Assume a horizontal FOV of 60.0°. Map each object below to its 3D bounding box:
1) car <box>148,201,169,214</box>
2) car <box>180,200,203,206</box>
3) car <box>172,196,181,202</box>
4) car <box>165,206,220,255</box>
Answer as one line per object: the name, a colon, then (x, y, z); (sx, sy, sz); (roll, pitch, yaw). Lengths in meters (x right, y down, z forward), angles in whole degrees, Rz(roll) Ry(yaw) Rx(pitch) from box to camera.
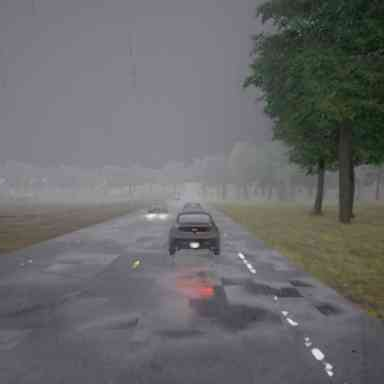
car: (-3.610, 1.665, 36.133); (1.994, 1.385, 4.181); (0, 0, 0)
car: (0.081, 1.634, 29.303); (1.994, 1.385, 4.181); (0, 0, 0)
car: (-3.536, 1.563, 77.568); (1.882, 1.535, 5.008); (0, 0, 0)
car: (0.087, 1.524, 13.448); (1.837, 1.490, 4.892); (0, 0, 0)
